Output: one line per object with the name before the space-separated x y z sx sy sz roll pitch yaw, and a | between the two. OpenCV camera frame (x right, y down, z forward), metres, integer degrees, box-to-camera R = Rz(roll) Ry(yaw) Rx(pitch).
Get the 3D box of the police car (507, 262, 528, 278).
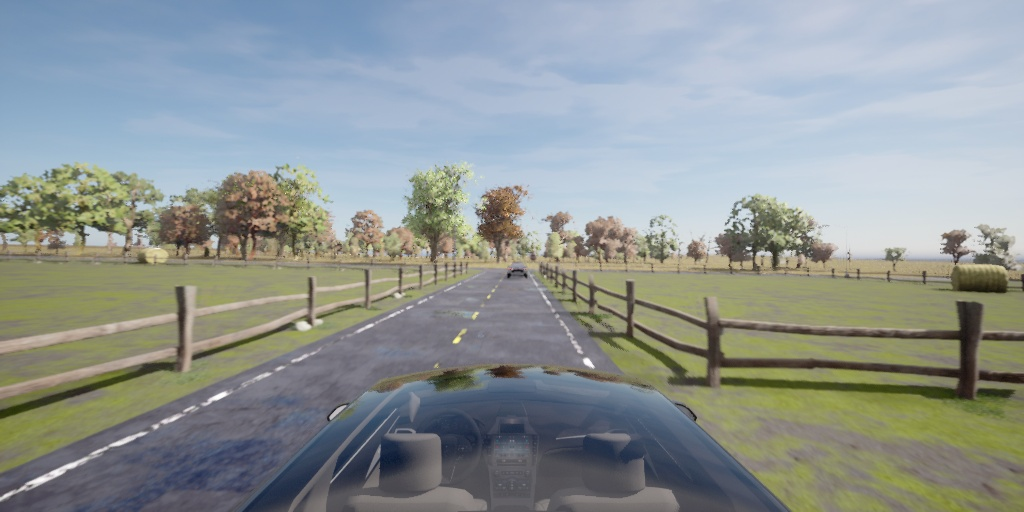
police car | 0.541 1.355 34.692 2.038 1.542 4.974 0 0 1
